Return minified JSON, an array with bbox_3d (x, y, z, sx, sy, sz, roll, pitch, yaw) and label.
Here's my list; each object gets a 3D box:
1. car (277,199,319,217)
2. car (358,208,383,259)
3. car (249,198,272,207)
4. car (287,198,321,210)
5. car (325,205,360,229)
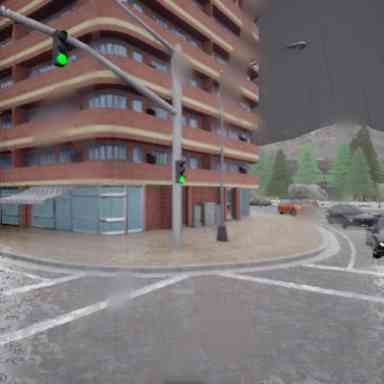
[{"bbox_3d":[10.205,1.458,32.683,2.097,1.767,4.553,0,0,-11],"label":"car"},{"bbox_3d":[7.665,1.565,12.569,2.033,1.411,5.357,0,0,24],"label":"car"},{"bbox_3d":[10.825,1.761,56.278,2.033,1.411,5.357,0,0,-42],"label":"car"},{"bbox_3d":[16.104,1.695,48.071,1.812,1.442,4.674,0,0,-27],"label":"car"},{"bbox_3d":[10.494,1.606,22.385,2.033,1.411,5.357,0,0,7],"label":"car"}]
